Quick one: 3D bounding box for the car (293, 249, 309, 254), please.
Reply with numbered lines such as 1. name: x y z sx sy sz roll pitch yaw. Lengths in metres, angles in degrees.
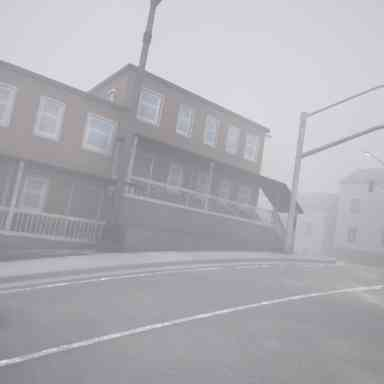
1. car: 8.833 5.851 30.371 2.128 1.511 4.902 13 -16 -34
